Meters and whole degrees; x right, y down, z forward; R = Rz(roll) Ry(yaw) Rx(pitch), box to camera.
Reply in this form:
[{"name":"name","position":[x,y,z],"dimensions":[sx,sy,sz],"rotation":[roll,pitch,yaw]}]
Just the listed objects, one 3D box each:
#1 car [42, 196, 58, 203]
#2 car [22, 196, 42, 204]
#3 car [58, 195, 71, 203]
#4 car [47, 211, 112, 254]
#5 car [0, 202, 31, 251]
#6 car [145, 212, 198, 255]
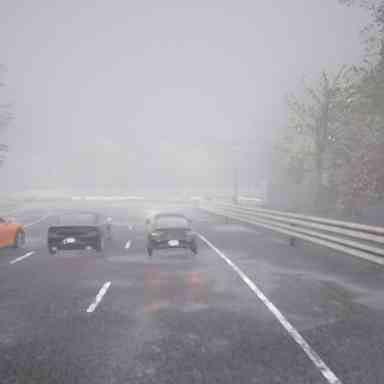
[{"name":"car","position":[-31.952,1.684,73.259],"dimensions":[1.882,1.535,5.008],"rotation":[0,0,-45]},{"name":"car","position":[-34.523,1.575,70.885],"dimensions":[2.097,1.767,4.553],"rotation":[0,0,-45]},{"name":"car","position":[-29.340,1.547,75.590],"dimensions":[2.097,1.767,4.553],"rotation":[0,0,-45]},{"name":"car","position":[-4.488,1.516,13.865],"dimensions":[1.882,1.535,5.008],"rotation":[0,0,-8]},{"name":"car","position":[-7.754,1.402,11.833],"dimensions":[2.097,1.767,4.553],"rotation":[0,0,-7]},{"name":"car","position":[-0.900,1.546,13.455],"dimensions":[1.812,1.442,4.674],"rotation":[0,0,-7]}]
